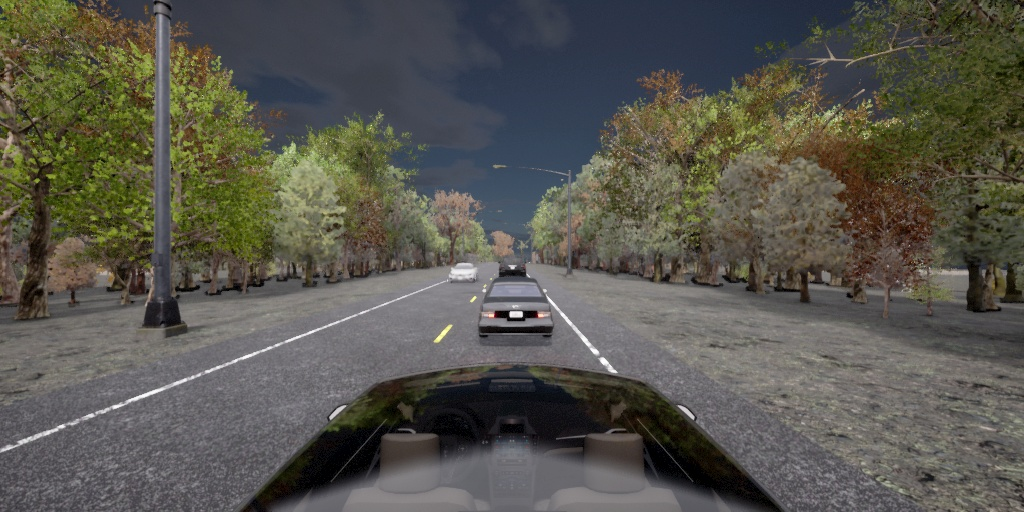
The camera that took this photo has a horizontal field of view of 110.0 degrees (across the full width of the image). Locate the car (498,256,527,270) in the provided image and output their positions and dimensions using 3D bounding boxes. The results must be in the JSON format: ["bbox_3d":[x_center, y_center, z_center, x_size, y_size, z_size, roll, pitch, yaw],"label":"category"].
[{"bbox_3d":[0.042,0.986,29.292,2.150,2.045,5.566,0,0,0],"label":"car"}]

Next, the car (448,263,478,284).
[{"bbox_3d":[-3.653,1.289,27.717,1.812,1.442,4.674,0,0,0],"label":"car"}]

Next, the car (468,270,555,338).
[{"bbox_3d":[0.082,1.302,10.203,2.033,1.411,5.357,0,0,0],"label":"car"}]
